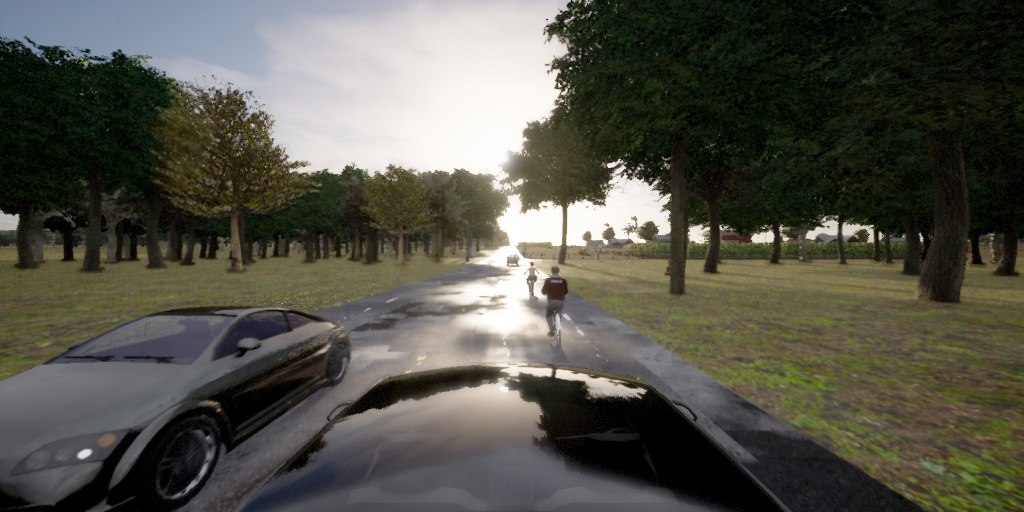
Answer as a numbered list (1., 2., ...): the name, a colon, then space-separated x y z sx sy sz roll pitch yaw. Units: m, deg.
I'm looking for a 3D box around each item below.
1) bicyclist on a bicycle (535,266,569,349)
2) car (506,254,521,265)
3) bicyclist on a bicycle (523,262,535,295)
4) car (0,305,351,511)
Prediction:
1. bicyclist on a bicycle: 0.965 1.097 8.151 0.659 1.776 1.843 0 0 0
2. car: 0.105 0.729 60.019 2.128 1.511 4.902 0 1 0
3. bicyclist on a bicycle: 0.982 1.100 17.804 0.866 1.612 1.509 0 0 0
4. car: -3.600 1.308 4.135 1.994 1.385 4.181 0 0 0
